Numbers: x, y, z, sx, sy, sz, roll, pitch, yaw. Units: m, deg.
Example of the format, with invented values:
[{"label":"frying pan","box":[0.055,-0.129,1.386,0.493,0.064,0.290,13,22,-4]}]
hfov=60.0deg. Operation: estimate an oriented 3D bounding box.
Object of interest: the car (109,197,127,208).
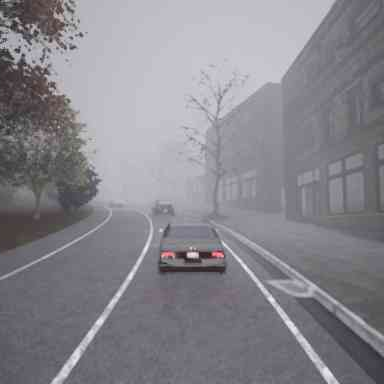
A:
[{"label":"car","box":[-10.168,1.385,45.387,1.812,1.442,4.674,2,0,-20]}]

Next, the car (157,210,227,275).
[{"label":"car","box":[-0.080,1.537,10.371,2.033,1.411,5.357,0,0,-2]}]

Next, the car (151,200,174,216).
[{"label":"car","box":[-2.889,1.508,32.298,1.812,1.442,4.674,1,0,-12]}]
